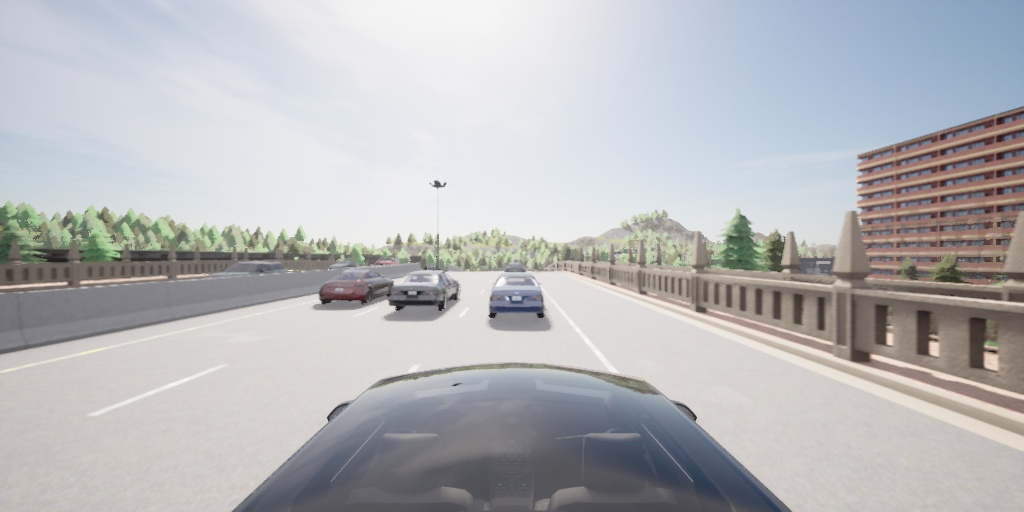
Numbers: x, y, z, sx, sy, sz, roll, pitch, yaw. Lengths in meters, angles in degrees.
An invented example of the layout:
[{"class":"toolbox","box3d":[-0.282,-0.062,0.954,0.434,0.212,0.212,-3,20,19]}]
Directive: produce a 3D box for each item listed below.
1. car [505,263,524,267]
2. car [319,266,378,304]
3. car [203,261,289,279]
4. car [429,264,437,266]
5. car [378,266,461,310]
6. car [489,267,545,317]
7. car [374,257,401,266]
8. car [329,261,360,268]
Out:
[{"class":"car","box3d":[0.273,1.327,35.343,1.994,1.385,4.181,0,0,0]},{"class":"car","box3d":[-6.826,1.306,16.199,1.994,1.385,4.181,0,0,0]},{"class":"car","box3d":[-14.006,1.082,19.155,2.097,1.767,4.553,0,0,0]},{"class":"car","box3d":[-13.687,2.086,61.036,1.895,1.301,4.718,0,-5,0]},{"class":"car","box3d":[-3.340,1.296,14.573,2.033,1.411,5.357,0,0,0]},{"class":"car","box3d":[0.153,1.302,13.144,2.033,1.411,5.357,0,0,0]},{"class":"car","box3d":[-17.252,1.185,50.081,2.150,2.045,5.566,0,-3,0]},{"class":"car","box3d":[-20.796,1.330,44.831,2.033,1.411,5.357,0,-1,1]}]
